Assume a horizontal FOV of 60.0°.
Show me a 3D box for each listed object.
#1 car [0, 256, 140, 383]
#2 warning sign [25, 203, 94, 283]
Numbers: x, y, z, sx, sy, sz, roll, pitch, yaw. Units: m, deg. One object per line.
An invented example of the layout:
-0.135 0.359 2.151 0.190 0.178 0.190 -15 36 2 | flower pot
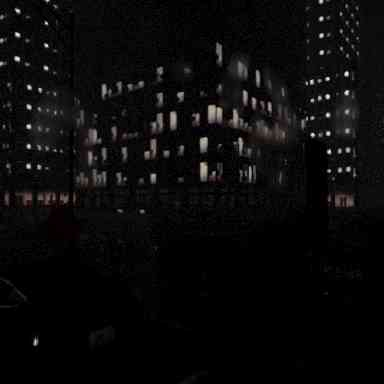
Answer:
-2.608 1.628 4.967 4.313 1.339 1.947 0 -2 39 | car
-3.432 1.229 8.661 1.060 1.860 1.300 -1 -1 39 | warning sign
